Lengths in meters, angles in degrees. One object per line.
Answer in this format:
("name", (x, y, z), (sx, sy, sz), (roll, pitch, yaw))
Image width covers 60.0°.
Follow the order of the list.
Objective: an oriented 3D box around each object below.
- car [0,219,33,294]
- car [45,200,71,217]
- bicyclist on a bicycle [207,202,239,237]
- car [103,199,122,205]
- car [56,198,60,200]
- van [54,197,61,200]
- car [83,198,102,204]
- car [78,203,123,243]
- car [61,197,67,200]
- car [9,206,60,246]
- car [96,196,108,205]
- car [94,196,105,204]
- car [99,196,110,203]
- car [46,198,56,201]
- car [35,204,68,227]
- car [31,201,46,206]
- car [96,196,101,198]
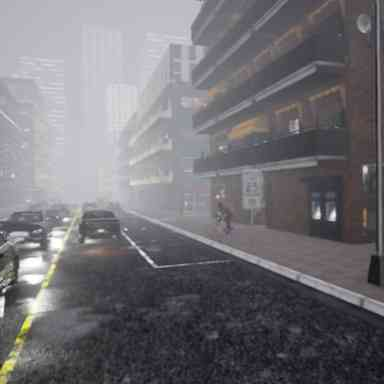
("car", (-4.881, 1.598, 6.856), (2.128, 1.511, 4.902), (-1, 0, -18))
("car", (-13.571, 1.872, 34.160), (1.994, 1.385, 4.181), (-1, 0, -18))
("bicyclist on a bicycle", (1.466, 1.283, 15.617), (1.656, 1.620, 0.582), (-1, 0, -18))
("car", (-9.211, 1.804, 39.398), (1.802, 1.307, 4.206), (-2, 0, -18))
("car", (-20.578, 2.015, 47.560), (2.008, 1.369, 4.403), (-2, 0, -18))
("van", (-22.288, 1.845, 52.896), (1.690, 1.788, 3.998), (-2, 0, -18))
("car", (-12.712, 1.861, 41.780), (1.994, 1.385, 4.181), (-1, 0, -18))
("car", (-4.787, 1.590, 17.105), (1.882, 1.535, 5.008), (-1, 0, -18))
("car", (-25.717, 1.899, 63.562), (2.192, 1.841, 5.009), (-2, 0, -18))
("car", (-7.760, 1.665, 15.829), (2.128, 1.511, 4.902), (-1, 0, -18))
("car", (-19.440, 1.776, 71.418), (2.192, 1.841, 5.009), (-2, 0, -18))
("car", (-22.846, 1.856, 82.091), (2.192, 1.841, 5.009), (-2, 0, -18))
("car", (-12.671, 1.828, 50.233), (1.752, 1.417, 4.829), (-2, 0, -18))
("car", (-18.878, 1.865, 42.223), (1.967, 1.590, 4.097), (-2, 0, -18))
("car", (-10.585, 1.840, 24.713), (1.895, 1.301, 4.718), (-1, 0, -18))
("car", (-17.170, 1.967, 36.887), (1.802, 1.307, 4.206), (-2, 0, -18))
("car", (-16.033, 1.696, 60.744), (2.192, 1.841, 5.009), (-2, 0, -18))
